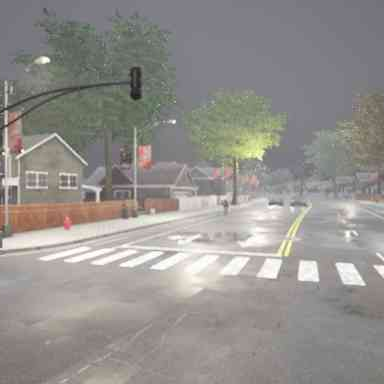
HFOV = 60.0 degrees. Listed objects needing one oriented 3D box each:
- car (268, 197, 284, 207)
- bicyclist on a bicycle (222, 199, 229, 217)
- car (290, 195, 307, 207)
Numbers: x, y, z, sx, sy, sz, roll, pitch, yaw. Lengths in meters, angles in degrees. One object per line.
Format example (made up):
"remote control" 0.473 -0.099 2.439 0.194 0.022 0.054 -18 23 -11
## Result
"car" 12.958 1.509 51.015 1.994 1.385 4.181 0 0 21
"bicyclist on a bicycle" 3.048 1.443 30.140 0.582 1.620 1.656 0 0 18
"car" 16.009 1.289 49.897 2.097 1.767 4.553 0 0 21
